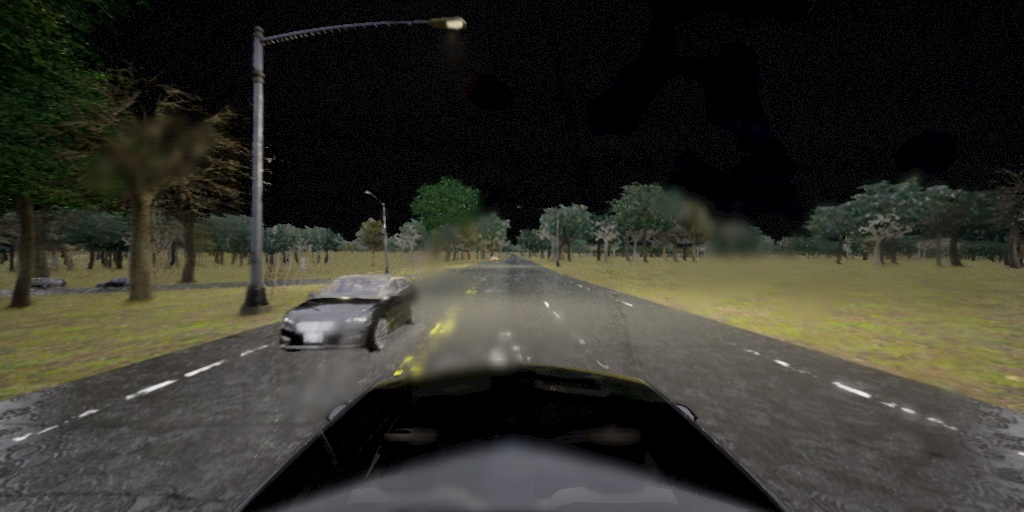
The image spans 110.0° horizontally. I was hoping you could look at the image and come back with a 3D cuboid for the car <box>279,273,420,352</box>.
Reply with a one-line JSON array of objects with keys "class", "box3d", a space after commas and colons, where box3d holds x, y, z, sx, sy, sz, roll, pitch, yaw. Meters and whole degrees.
[{"class": "car", "box3d": [-3.610, 1.205, 8.876, 2.128, 1.511, 4.902, 1, 0, -1]}]
